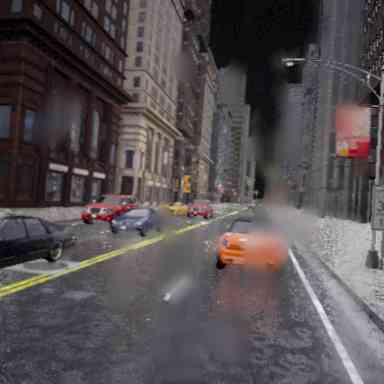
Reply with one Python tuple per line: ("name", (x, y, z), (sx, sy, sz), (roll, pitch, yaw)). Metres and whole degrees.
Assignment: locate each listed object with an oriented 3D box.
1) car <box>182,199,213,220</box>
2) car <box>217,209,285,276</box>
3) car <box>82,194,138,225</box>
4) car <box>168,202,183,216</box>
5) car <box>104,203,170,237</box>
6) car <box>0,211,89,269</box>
("car", (0.988, 1.886, 37.127), (2.150, 2.045, 5.566), (4, -1, 13))
("car", (2.234, 1.691, 12.109), (2.097, 1.767, 4.553), (4, -1, 12))
("car", (-5.421, 1.201, 23.127), (2.150, 2.045, 5.566), (4, -1, 12))
("car", (-1.960, 1.960, 38.865), (1.882, 1.535, 5.008), (4, -1, 13))
("car", (-2.974, 1.613, 19.149), (1.812, 1.442, 4.674), (4, -1, 12))
("car", (-5.205, 1.312, 8.942), (2.033, 1.411, 5.357), (4, -1, 12))
